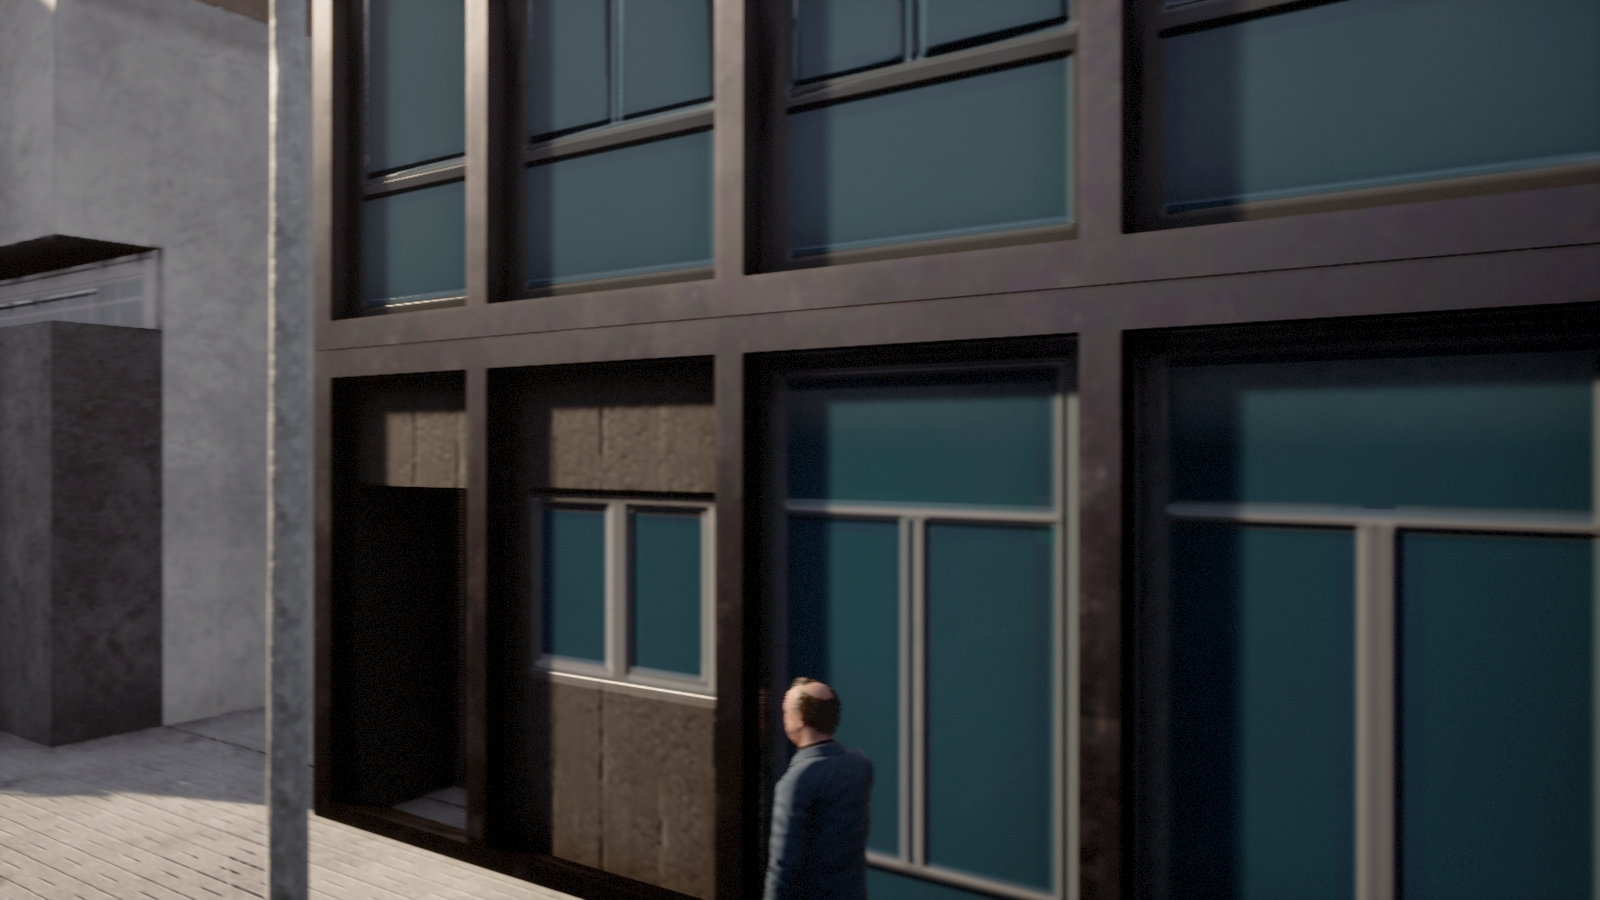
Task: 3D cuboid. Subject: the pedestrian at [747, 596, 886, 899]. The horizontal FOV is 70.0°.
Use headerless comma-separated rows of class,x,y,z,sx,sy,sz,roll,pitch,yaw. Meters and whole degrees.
pedestrian,0.063,1.522,4.365,0.375,1.860,0.375,0,0,-44
